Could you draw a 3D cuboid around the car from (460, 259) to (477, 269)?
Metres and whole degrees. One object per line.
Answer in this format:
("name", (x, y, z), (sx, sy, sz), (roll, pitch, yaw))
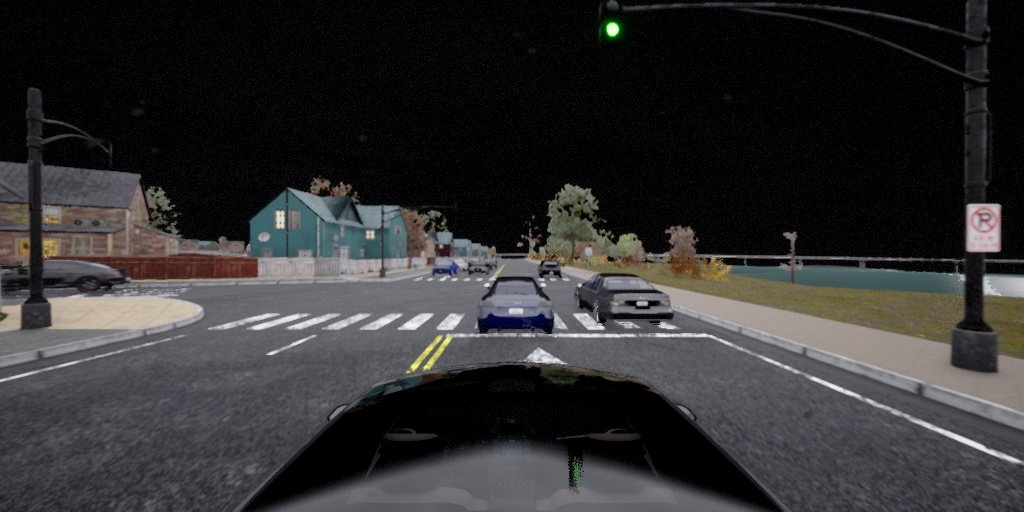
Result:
("car", (-6.525, 1.203, 54.133), (1.895, 1.301, 4.718), (0, 0, 0))

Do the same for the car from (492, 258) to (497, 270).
("car", (-3.326, 1.219, 46.774), (1.895, 1.301, 4.718), (0, 0, 0))

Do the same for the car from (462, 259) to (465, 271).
("car", (-6.582, 1.149, 44.877), (1.812, 1.442, 4.674), (0, 0, 0))

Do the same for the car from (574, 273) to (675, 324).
("car", (3.349, 1.263, 11.732), (2.033, 1.411, 5.357), (0, 0, 0))

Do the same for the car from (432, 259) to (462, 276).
("car", (-6.593, 1.123, 35.691), (1.882, 1.535, 5.008), (0, 0, 0))

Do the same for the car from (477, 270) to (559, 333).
("car", (0.096, 1.283, 10.615), (1.994, 1.385, 4.181), (0, 0, 0))

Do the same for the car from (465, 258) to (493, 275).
("car", (-3.334, 1.206, 36.955), (1.994, 1.385, 4.181), (0, 0, 0))

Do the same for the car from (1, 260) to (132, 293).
("car", (-19.991, 0.879, 15.643), (4.674, 1.442, 1.812), (1, -1, -33))

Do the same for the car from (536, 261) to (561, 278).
("car", (3.346, 1.158, 32.796), (1.837, 1.490, 4.892), (0, 0, 0))
